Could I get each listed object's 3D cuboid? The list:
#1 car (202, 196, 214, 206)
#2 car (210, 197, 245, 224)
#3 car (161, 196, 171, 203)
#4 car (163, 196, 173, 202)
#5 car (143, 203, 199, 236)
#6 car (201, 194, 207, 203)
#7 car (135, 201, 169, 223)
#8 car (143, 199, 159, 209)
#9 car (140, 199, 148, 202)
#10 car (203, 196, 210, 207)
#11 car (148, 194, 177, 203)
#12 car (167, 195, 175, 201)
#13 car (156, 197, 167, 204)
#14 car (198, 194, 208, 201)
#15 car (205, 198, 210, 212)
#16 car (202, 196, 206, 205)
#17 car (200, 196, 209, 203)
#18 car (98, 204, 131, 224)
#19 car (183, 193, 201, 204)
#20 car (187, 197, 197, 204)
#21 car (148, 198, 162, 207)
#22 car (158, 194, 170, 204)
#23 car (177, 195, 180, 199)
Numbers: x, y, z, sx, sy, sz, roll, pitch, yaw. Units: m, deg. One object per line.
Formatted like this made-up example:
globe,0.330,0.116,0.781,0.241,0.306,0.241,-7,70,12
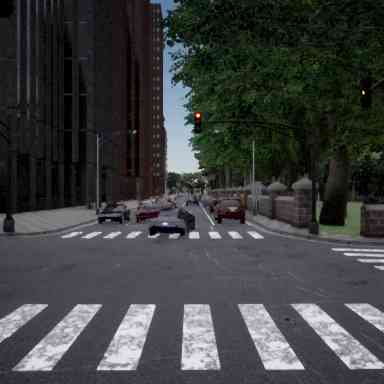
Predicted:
car,2.787,1.487,57.794,1.967,1.590,4.097,0,0,0
car,2.773,1.326,25.056,2.192,1.841,5.009,0,0,0
car,-5.732,1.611,74.163,1.887,1.381,4.507,0,0,0
car,-5.729,1.620,79.620,1.887,1.381,4.507,0,0,0
car,-1.023,1.579,18.775,1.994,1.385,4.181,0,0,10
car,2.785,1.481,52.338,1.967,1.590,4.097,0,0,0
car,-3.089,1.612,25.495,1.895,1.301,4.718,0,0,0
car,-5.743,1.616,46.877,1.802,1.307,4.206,0,0,0
car,-5.745,1.579,41.420,2.008,1.369,4.403,0,0,0
car,2.780,1.579,41.424,2.008,1.369,4.403,0,0,0
car,-3.083,1.374,35.488,2.097,1.767,4.553,0,0,1
car,-5.725,1.533,90.534,1.967,1.590,4.097,0,0,0
car,-5.736,1.635,63.249,1.802,1.307,4.206,0,0,0
car,2.798,1.399,85.077,2.192,1.841,5.009,0,0,0
car,2.778,1.588,35.968,1.947,1.339,4.313,0,0,0
car,2.782,1.585,46.881,2.008,1.369,4.403,0,0,0
car,2.794,1.592,74.334,1.752,1.417,4.829,0,0,0
car,-5.752,1.576,25.050,1.947,1.339,4.313,0,0,0
car,0.078,1.396,55.328,2.097,1.767,4.553,0,0,0
car,0.028,1.619,65.591,1.994,1.385,4.181,0,0,0
car,-5.741,1.622,52.335,1.802,1.307,4.206,0,0,0
car,-5.734,1.374,68.706,2.192,1.841,5.009,0,0,0
car,-3.071,1.538,45.721,1.837,1.490,4.892,0,0,0
